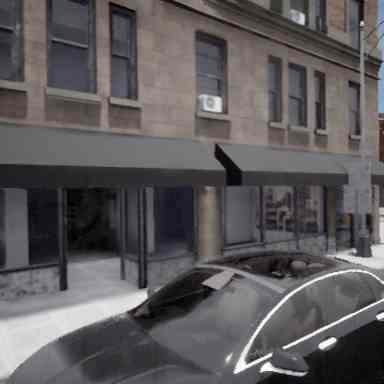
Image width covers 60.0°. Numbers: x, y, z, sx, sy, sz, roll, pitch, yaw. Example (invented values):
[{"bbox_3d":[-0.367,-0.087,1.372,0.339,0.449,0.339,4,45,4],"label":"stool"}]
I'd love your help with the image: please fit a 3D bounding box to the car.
[{"bbox_3d":[0.691,1.496,3.559,4.892,1.490,1.837,0,0,-36],"label":"car"}]
